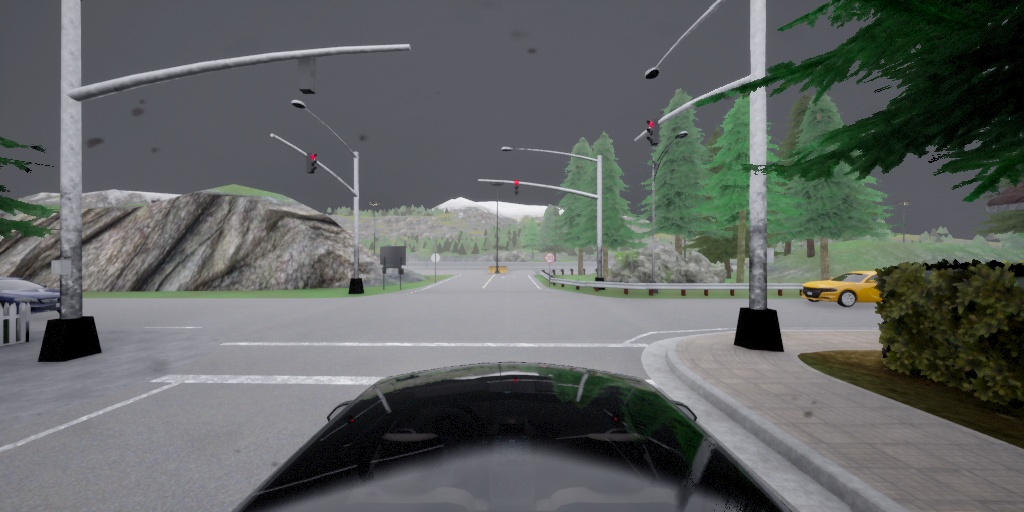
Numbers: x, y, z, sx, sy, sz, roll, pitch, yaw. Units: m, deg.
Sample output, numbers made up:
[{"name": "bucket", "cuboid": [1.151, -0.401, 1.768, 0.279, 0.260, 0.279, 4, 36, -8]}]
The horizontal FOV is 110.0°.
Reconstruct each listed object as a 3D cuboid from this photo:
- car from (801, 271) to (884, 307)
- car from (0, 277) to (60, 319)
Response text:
[{"name": "car", "cuboid": [15.954, 1.419, 16.193, 5.008, 1.535, 1.882, 0, 0, 0]}, {"name": "car", "cuboid": [-18.279, 1.467, 12.677, 4.674, 1.442, 1.812, 0, 0, 0]}]
